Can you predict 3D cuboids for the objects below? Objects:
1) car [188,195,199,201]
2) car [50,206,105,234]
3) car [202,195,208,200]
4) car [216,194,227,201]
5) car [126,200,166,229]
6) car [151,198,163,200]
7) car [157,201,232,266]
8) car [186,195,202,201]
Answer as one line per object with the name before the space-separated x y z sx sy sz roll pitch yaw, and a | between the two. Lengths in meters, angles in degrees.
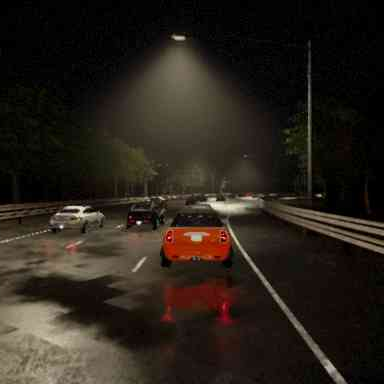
car | 0.514 1.429 81.295 1.837 1.490 4.892 0 0 11
car | -6.497 1.514 19.207 1.812 1.442 4.674 0 0 3
car | 2.140 1.310 70.190 2.097 1.767 4.553 0 0 9
car | 6.794 1.303 76.702 2.097 1.767 4.553 0 0 10
car | -2.893 1.500 21.445 1.837 1.490 4.892 0 0 3
car | -4.735 1.539 45.134 2.033 1.411 5.357 0 0 7
car | 0.189 1.353 11.683 2.097 1.767 4.553 0 0 2
car | 0.119 1.522 55.444 1.812 1.442 4.674 0 0 7
